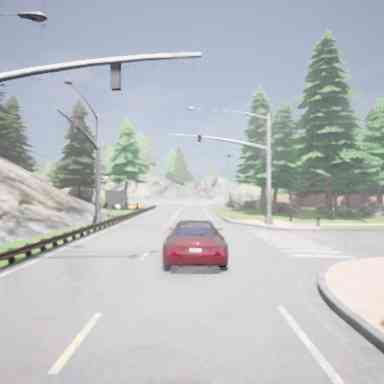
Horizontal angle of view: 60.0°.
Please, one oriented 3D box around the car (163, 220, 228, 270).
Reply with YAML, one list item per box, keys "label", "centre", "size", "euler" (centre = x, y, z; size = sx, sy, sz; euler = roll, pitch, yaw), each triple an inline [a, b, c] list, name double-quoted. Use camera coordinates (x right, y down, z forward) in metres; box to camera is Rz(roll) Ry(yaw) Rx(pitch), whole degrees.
- label: "car"
  centre: [0.102, 1.658, 11.364]
  size: [1.994, 1.385, 4.181]
  euler: [1, -1, 0]
